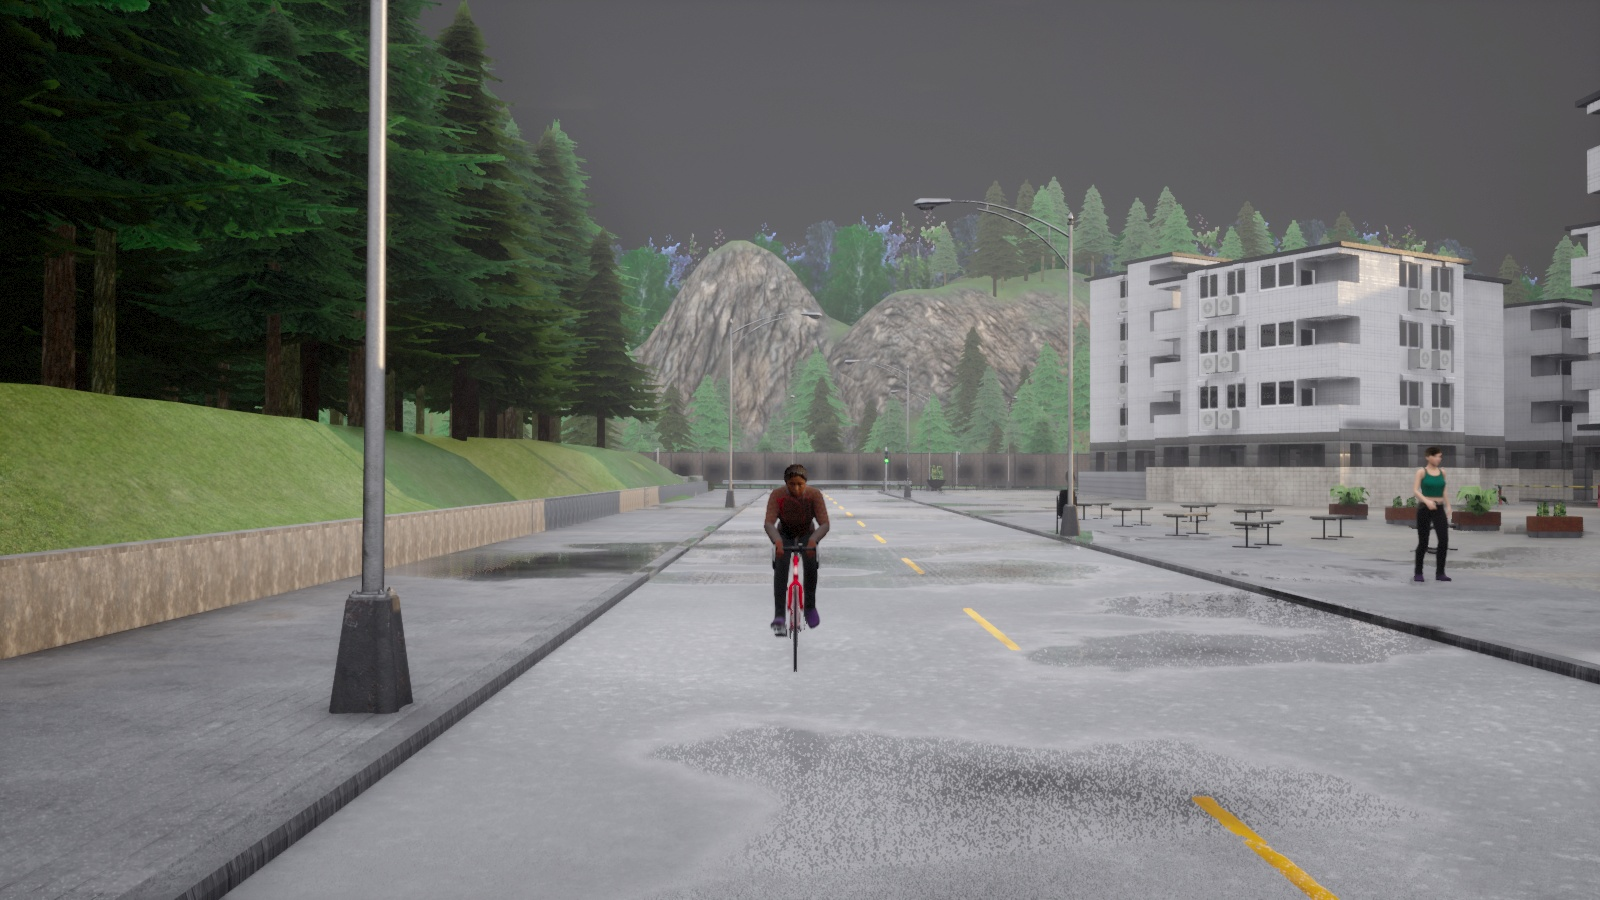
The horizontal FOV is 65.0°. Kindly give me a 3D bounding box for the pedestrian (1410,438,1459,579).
[{"bbox_3d":[8.426,0.770,16.680,0.345,1.836,0.594,0,-1,2],"label":"pedestrian"}]

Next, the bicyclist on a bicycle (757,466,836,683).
[{"bbox_3d":[-0.027,0.939,10.215,0.582,1.620,1.656,0,-1,0],"label":"bicyclist on a bicycle"}]
